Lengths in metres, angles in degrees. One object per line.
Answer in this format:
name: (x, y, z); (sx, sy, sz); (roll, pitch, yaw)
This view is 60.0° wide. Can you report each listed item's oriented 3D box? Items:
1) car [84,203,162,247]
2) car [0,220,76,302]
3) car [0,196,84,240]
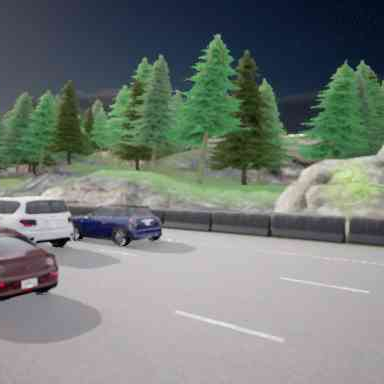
car: (-3.592, 1.334, 15.170); (4.553, 1.767, 2.097); (0, 0, 36)
car: (-4.864, 1.509, 7.471); (4.674, 1.442, 1.812); (0, 0, 36)
car: (-7.094, 1.195, 13.376); (5.566, 2.045, 2.150); (0, 0, 36)
